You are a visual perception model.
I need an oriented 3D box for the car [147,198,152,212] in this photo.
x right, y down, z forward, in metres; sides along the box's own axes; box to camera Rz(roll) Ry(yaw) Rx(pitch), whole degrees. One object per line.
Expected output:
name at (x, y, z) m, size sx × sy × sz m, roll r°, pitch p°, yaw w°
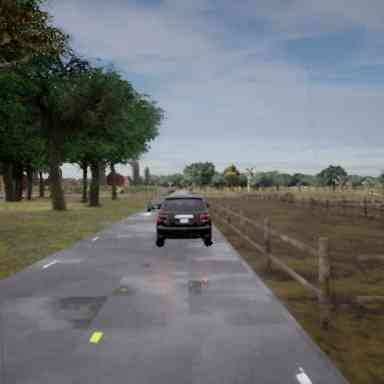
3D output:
car at (-3.617, 1.250, 35.181) m, size 1.837 × 1.490 × 4.892 m, roll 0°, pitch 0°, yaw -1°

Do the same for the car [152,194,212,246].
car at (-0.349, 1.113, 14.769) m, size 2.150 × 2.045 × 5.566 m, roll 0°, pitch 1°, yaw -1°
